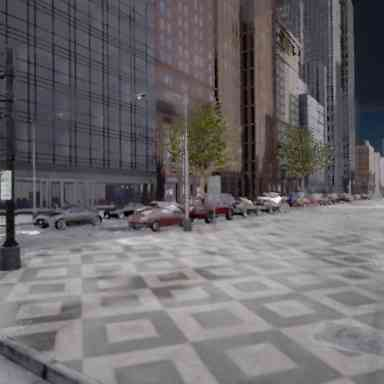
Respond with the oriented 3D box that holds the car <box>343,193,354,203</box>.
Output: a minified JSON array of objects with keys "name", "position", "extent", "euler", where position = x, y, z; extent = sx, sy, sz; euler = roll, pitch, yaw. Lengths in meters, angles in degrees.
[{"name":"car","position":[30.063,1.162,66.199],"extent":[2.192,1.841,5.009],"euler":[-1,0,35]}]

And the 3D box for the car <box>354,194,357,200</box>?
[{"name":"car","position":[33.366,1.366,70.976],"extent":[1.752,1.417,4.829],"euler":[-1,0,35]}]

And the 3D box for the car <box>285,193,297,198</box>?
[{"name":"car","position":[16.613,1.133,51.245],"extent":[2.150,2.045,5.566],"euler":[-1,0,35]}]

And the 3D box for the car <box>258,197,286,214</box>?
[{"name":"car","position":[7.631,1.482,33.720],"extent":[1.947,1.339,4.313],"euler":[-1,0,35]}]

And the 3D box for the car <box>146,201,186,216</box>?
[{"name":"car","position":[-2.584,1.616,33.929],"extent":[1.802,1.307,4.206],"euler":[-1,0,35]}]

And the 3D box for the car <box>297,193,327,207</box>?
[{"name":"car","position":[17.243,1.196,47.640],"extent":[2.192,1.841,5.009],"euler":[-1,0,35]}]

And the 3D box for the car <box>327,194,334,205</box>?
[{"name":"car","position":[20.450,1.438,52.278],"extent":[1.947,1.339,4.313],"euler":[-1,0,35]}]

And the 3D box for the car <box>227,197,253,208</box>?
[{"name":"car","position":[6.933,1.520,47.709],"extent":[1.752,1.417,4.829],"euler":[-1,0,35]}]

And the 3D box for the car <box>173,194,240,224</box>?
[{"name":"car","position":[1.221,1.262,24.443],"extent":[2.192,1.841,5.009],"euler":[-1,0,35]}]

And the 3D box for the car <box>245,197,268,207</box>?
[{"name":"car","position":[10.236,1.550,52.490],"extent":[1.947,1.339,4.313],"euler":[-1,0,35]}]

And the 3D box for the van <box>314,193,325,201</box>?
[{"name":"van","position":[32.669,1.286,84.972],"extent":[1.690,1.788,3.998],"euler":[-1,-1,35]}]

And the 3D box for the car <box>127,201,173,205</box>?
[{"name":"car","position":[-3.020,1.540,28.451],"extent":[1.812,1.442,4.674],"euler":[-1,0,34]}]

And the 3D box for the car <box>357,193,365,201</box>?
[{"name":"car","position":[39.679,1.424,80.115],"extent":[1.802,1.307,4.206],"euler":[-1,-1,35]}]

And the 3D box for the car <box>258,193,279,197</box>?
[{"name":"car","position":[11.231,1.179,48.925],"extent":[2.150,2.045,5.566],"euler":[-1,-1,35]}]

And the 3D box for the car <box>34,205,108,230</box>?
[{"name":"car","position":[-7.883,1.606,21.413],"extent":[1.994,1.385,4.181],"euler":[-1,0,35]}]

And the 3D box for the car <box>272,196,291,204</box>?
[{"name":"car","position":[16.646,1.512,61.770],"extent":[1.887,1.381,4.507],"euler":[-1,0,35]}]

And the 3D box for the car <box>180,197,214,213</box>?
[{"name":"car","position":[0.619,1.459,38.569],"extent":[1.967,1.590,4.097],"euler":[-1,0,35]}]

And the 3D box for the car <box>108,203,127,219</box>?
[{"name":"car","position":[-5.789,1.616,29.289],"extent":[1.947,1.339,4.313],"euler":[-1,0,35]}]

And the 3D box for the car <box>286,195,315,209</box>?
[{"name":"car","position":[14.040,1.436,42.999],"extent":[1.887,1.381,4.507],"euler":[-1,0,35]}]

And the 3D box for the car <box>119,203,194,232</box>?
[{"name":"car","position":[-1.982,1.548,19.801],"extent":[1.802,1.307,4.206],"euler":[-1,0,35]}]

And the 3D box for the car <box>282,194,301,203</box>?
[{"name":"car","position":[19.849,1.273,66.411],"extent":[2.192,1.841,5.009],"euler":[-1,0,35]}]

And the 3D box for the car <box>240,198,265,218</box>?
[{"name":"car","position":[4.427,1.497,29.081],"extent":[1.947,1.339,4.313],"euler":[-1,0,35]}]

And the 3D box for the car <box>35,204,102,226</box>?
[{"name":"car","position":[-8.995,1.634,24.648],"extent":[1.947,1.339,4.313],"euler":[-1,0,35]}]

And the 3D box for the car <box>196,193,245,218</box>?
[{"name":"car","position":[2.805,1.181,31.203],"extent":[2.150,2.045,5.566],"euler":[-1,0,34]}]

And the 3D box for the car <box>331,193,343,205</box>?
[{"name":"car","position":[23.653,1.179,56.919],"extent":[2.192,1.841,5.009],"euler":[-1,0,35]}]
